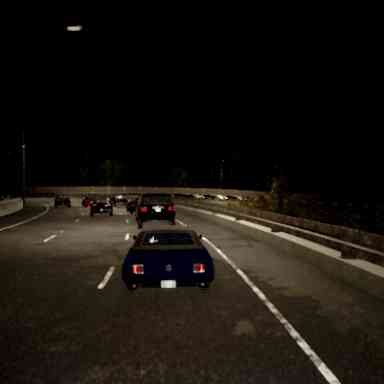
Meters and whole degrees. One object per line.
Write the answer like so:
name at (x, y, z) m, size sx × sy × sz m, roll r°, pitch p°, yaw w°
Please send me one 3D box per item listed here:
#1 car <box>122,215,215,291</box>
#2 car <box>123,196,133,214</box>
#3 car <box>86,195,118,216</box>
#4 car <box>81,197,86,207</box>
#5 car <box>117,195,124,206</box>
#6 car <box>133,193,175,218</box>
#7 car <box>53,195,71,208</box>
car at (-0.641, 1.533, 8.832) m, size 1.895 × 1.301 × 4.718 m, roll 0°, pitch 0°, yaw -5°
car at (-5.273, 1.318, 32.440) m, size 1.994 × 1.385 × 4.181 m, roll 0°, pitch 1°, yaw -17°
car at (-8.074, 1.269, 29.645) m, size 2.128 × 1.511 × 4.902 m, roll 0°, pitch 1°, yaw -16°
car at (-13.446, 1.234, 44.101) m, size 1.994 × 1.385 × 4.181 m, roll 0°, pitch 0°, yaw -24°
car at (-9.860, 1.155, 44.649) m, size 2.128 × 1.511 × 4.902 m, roll 0°, pitch 1°, yaw -23°
car at (-2.408, 1.065, 20.956) m, size 2.150 × 2.045 × 5.566 m, roll 0°, pitch 1°, yaw -12°
car at (-16.822, 1.172, 43.047) m, size 2.128 × 1.511 × 4.902 m, roll 0°, pitch 1°, yaw -24°
